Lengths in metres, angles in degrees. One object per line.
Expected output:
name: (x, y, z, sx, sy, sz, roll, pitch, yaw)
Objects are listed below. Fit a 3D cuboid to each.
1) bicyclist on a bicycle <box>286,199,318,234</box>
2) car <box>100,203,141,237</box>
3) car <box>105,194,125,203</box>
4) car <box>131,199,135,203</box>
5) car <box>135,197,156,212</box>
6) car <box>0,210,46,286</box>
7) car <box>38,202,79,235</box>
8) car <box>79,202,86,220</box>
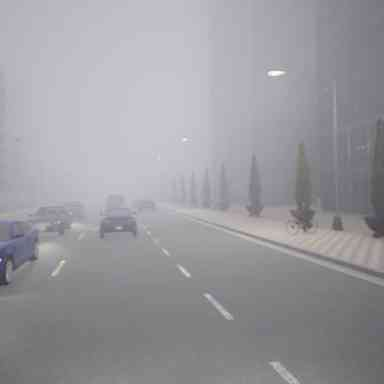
bicyclist on a bicycle: (5.094, 1.149, 15.419, 1.656, 1.620, 0.582, -1, 0, -13)
car: (-4.026, 1.543, 18.165, 1.812, 1.442, 4.674, -1, 0, -13)
car: (-9.487, 1.291, 41.219, 2.150, 2.045, 5.566, -1, 0, -13)
car: (-7.675, 1.520, 48.525, 1.837, 1.490, 4.892, -1, 0, -13)
car: (-5.249, 1.498, 38.396, 1.837, 1.490, 4.892, -1, 0, -13)
car: (-5.782, 1.549, 9.576, 1.882, 1.535, 5.008, -1, 0, -14)
car: (-8.076, 1.584, 19.122, 2.128, 1.511, 4.902, -1, 0, -13)
car: (-10.374, 1.605, 28.979, 2.128, 1.511, 4.902, -1, 0, -13)
